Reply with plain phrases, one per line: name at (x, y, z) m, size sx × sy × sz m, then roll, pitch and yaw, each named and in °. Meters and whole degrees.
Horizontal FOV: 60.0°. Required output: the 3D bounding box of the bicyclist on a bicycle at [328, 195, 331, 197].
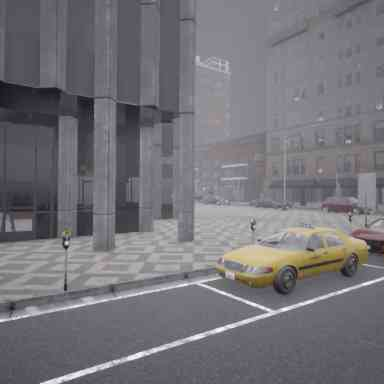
bicyclist on a bicycle at (16.342, 1.159, 39.501) m, size 1.656 × 1.620 × 0.582 m, roll 0°, pitch 0°, yaw -35°

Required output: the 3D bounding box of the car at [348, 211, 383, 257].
car at (7.520, 1.547, 12.121) m, size 4.507 × 1.381 × 1.887 m, roll 0°, pitch 1°, yaw -36°

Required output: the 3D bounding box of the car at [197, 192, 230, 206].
car at (3.391, 1.161, 47.060) m, size 2.128 × 1.511 × 4.902 m, roll 1°, pitch 0°, yaw -35°

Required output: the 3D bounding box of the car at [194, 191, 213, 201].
car at (1.564, 0.843, 55.179) m, size 2.150 × 2.045 × 5.566 m, roll 1°, pitch -1°, yaw -34°

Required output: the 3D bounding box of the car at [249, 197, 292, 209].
car at (9.065, 1.307, 38.992) m, size 2.033 × 1.411 × 5.357 m, roll 1°, pitch 0°, yaw -36°

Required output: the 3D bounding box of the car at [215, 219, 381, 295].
car at (2.803, 1.527, 8.755) m, size 4.829 × 1.417 × 1.752 m, roll 0°, pitch 1°, yaw -36°

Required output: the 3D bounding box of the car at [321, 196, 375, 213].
car at (14.578, 1.198, 31.177) m, size 2.097 × 1.767 × 4.553 m, roll 1°, pitch 0°, yaw -35°
